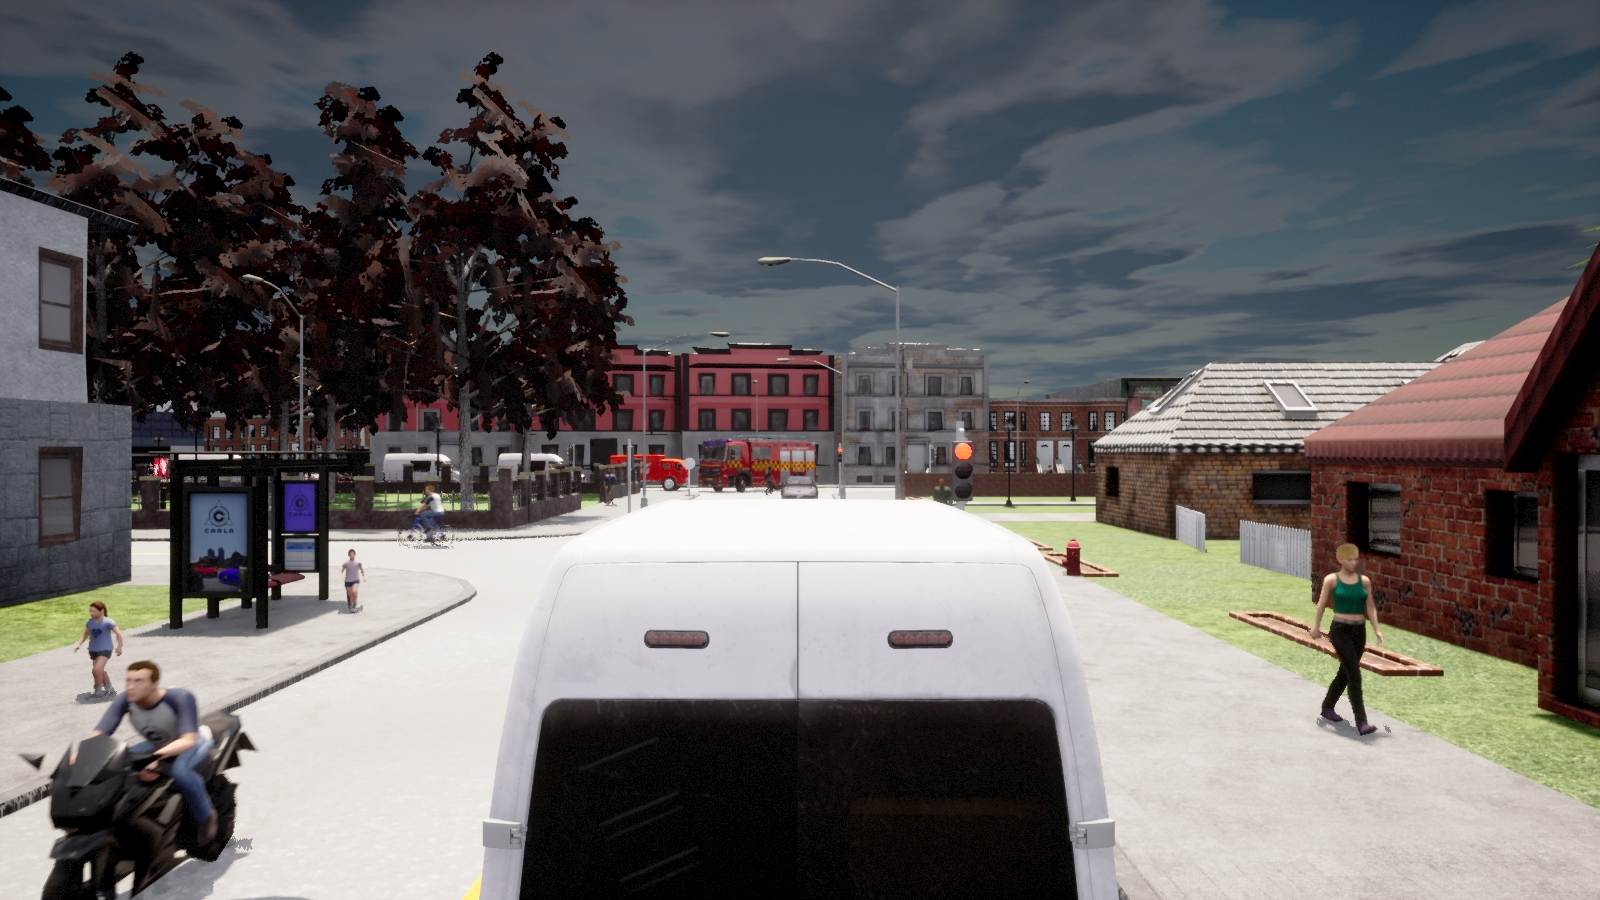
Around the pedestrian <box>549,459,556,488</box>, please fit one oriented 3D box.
[{"bbox_3d":[-15.900,1.523,73.348,0.375,1.860,0.375,0,0,2],"label":"pedestrian"}]

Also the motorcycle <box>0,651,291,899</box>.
[{"bbox_3d":[-4.004,1.993,7.064,0.803,1.145,2.033,0,0,0],"label":"motorcycle"}]

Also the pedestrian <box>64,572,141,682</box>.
[{"bbox_3d":[-7.529,1.897,12.345,0.500,1.100,0.500,0,0,11],"label":"pedestrian"}]

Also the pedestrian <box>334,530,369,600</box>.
[{"bbox_3d":[-7.441,1.896,18.970,0.500,1.100,0.500,0,0,-16],"label":"pedestrian"}]

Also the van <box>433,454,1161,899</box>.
[{"bbox_3d":[-0.009,1.315,6.082,1.988,2.561,5.915,0,0,0],"label":"van"}]

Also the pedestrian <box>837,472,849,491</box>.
[{"bbox_3d":[2.613,1.898,69.199,0.500,1.100,0.500,0,0,44],"label":"pedestrian"}]

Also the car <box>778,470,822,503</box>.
[{"bbox_3d":[-0.021,1.827,57.775,2.128,1.511,4.902,0,0,0],"label":"car"}]

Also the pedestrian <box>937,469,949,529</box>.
[{"bbox_3d":[4.446,1.523,35.478,0.375,1.860,0.375,0,0,9],"label":"pedestrian"}]

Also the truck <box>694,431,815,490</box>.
[{"bbox_3d":[-3.018,0.670,78.007,8.468,3.827,2.891,0,0,-43],"label":"truck"}]

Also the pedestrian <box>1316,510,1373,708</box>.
[{"bbox_3d":[5.260,1.524,11.047,0.375,1.860,0.375,0,0,-1],"label":"pedestrian"}]

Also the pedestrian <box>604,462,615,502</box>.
[{"bbox_3d":[-9.068,1.526,54.401,0.375,1.860,0.375,0,0,15],"label":"pedestrian"}]

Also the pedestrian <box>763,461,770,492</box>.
[{"bbox_3d":[-2.046,1.628,69.846,0.375,1.860,0.375,0,0,6],"label":"pedestrian"}]
